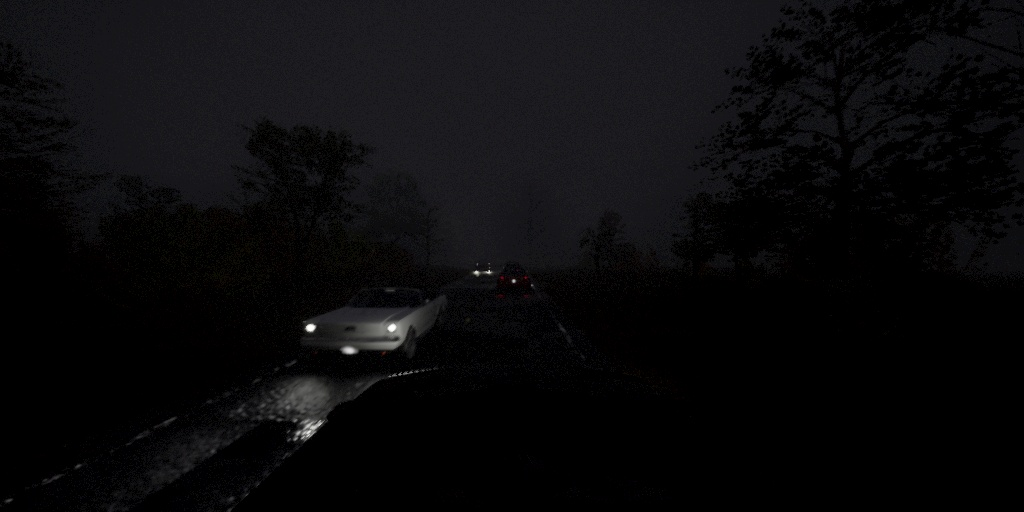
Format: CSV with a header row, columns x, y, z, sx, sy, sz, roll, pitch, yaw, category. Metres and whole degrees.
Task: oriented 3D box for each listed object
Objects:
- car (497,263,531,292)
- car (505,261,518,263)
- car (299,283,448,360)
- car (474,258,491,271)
x,y,z,sx,sy,sz,roll,pitch,yaw,category
0.102,1.343,21.736,1.994,1.385,4.181,0,0,0,car
-0.029,1.292,38.295,1.837,1.490,4.892,0,0,-2,car
-2.850,1.361,8.502,1.895,1.301,4.718,0,0,0,car
-4.103,1.123,49.374,2.097,1.767,4.553,0,0,-10,car
